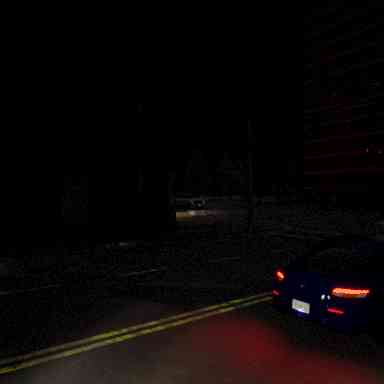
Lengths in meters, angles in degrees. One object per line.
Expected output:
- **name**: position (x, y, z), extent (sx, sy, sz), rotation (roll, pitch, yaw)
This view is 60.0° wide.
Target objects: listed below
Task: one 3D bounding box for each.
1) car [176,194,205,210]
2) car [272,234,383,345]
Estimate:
- **car**: position (-0.597, 1.221, 42.413), extent (2.150, 2.045, 5.566), rotation (0, 0, -33)
- **car**: position (3.489, 1.526, 6.257), extent (4.674, 1.442, 1.812), rotation (0, 0, -35)
